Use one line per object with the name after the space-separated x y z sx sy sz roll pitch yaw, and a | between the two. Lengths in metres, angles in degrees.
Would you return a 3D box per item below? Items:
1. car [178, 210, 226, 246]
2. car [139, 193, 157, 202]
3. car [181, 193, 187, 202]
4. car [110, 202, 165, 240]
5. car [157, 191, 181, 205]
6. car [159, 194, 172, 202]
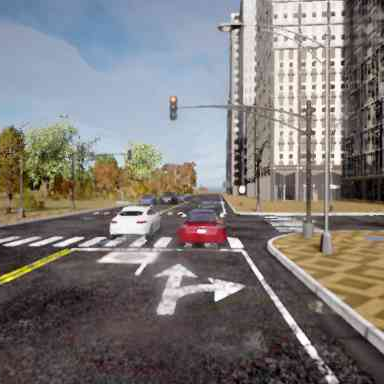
0.486 1.483 14.907 1.994 1.385 4.181 0 0 3 | car
-6.732 1.072 51.590 2.097 1.767 4.553 0 0 5 | car
-2.176 1.000 66.772 2.097 1.767 4.553 0 0 5 | car
-2.684 1.432 16.484 1.812 1.442 4.674 0 1 3 | car
-3.508 0.944 51.194 2.150 2.045 5.566 0 0 5 | car
-5.375 1.204 67.425 1.994 1.385 4.181 0 0 5 | car
